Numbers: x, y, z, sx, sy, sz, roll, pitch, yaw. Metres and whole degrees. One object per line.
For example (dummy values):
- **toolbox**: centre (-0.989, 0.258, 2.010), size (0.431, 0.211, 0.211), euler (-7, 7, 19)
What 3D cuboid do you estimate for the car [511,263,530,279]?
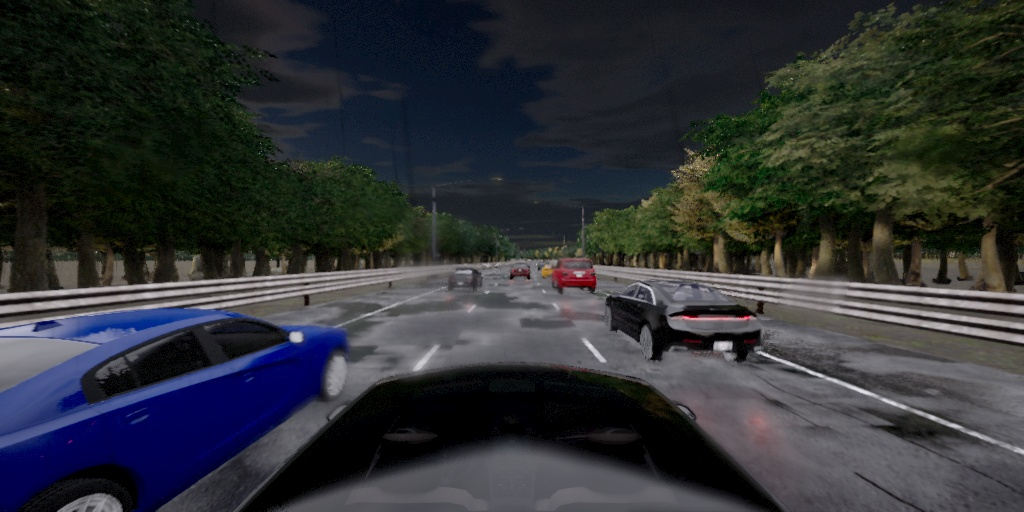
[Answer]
- **car**: centre (0.966, 1.583, 40.236), size (2.097, 1.767, 4.553), euler (0, -1, 2)

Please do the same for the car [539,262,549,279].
- **car**: centre (4.374, 1.712, 40.427), size (1.882, 1.535, 5.008), euler (0, -1, 2)

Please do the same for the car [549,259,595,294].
- **car**: centre (3.779, 1.209, 22.450), size (2.150, 2.045, 5.566), euler (0, -1, 1)

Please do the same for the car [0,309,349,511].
- **car**: centre (-3.391, 1.244, 3.436), size (1.882, 1.535, 5.008), euler (0, 0, 0)

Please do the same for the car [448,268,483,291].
- **car**: centre (-3.082, 1.531, 24.186), size (1.812, 1.442, 4.674), euler (0, -1, 1)

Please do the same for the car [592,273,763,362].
- **car**: centre (3.546, 1.312, 8.408), size (2.128, 1.511, 4.902), euler (0, -1, 1)
